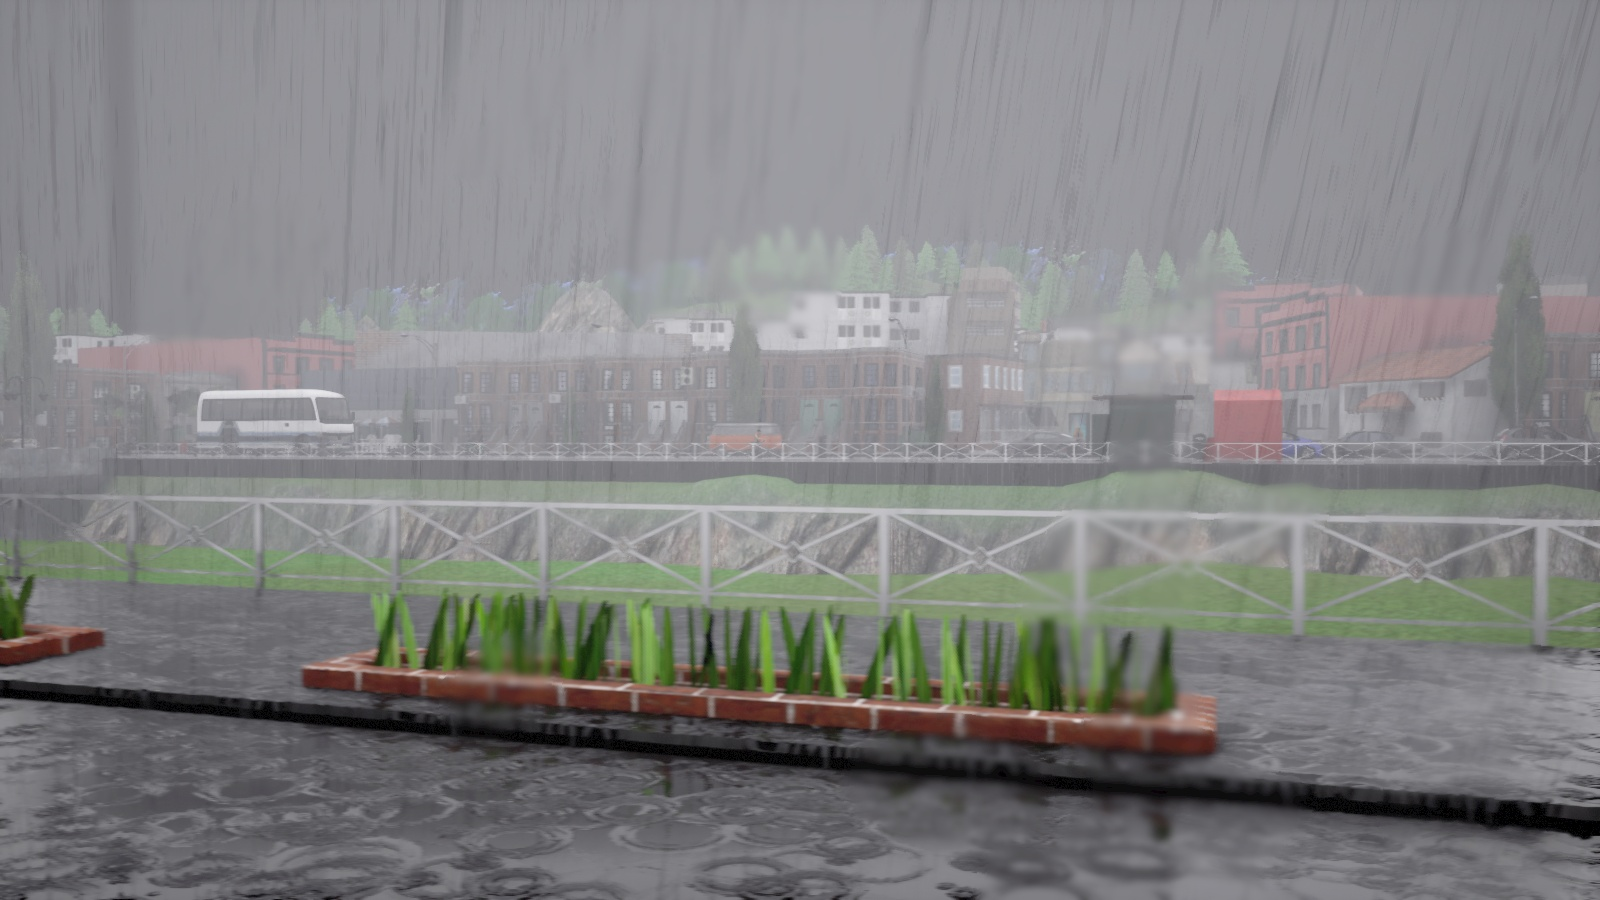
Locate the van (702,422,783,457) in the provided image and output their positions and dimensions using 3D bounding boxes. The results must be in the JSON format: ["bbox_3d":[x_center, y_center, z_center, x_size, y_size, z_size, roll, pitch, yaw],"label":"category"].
[{"bbox_3d":[-3.401,-0.621,74.157,4.442,1.987,1.775,1,1,19],"label":"van"}]

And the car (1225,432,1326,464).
[{"bbox_3d":[23.092,-0.118,61.108,4.514,1.525,2.007,0,1,20],"label":"car"}]

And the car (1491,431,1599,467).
[{"bbox_3d":[34.022,-0.066,57.407,3.988,1.617,1.851,0,1,19],"label":"car"}]

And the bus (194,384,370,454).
[{"bbox_3d":[-32.907,-1.952,79.841,10.273,4.253,3.944,1,1,19],"label":"bus"}]

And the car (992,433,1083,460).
[{"bbox_3d":[12.972,-0.198,68.666,4.674,1.442,1.812,1,1,19],"label":"car"}]

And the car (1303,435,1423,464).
[{"bbox_3d":[28.367,-0.036,63.502,5.357,1.411,2.033,1,1,19],"label":"car"}]
